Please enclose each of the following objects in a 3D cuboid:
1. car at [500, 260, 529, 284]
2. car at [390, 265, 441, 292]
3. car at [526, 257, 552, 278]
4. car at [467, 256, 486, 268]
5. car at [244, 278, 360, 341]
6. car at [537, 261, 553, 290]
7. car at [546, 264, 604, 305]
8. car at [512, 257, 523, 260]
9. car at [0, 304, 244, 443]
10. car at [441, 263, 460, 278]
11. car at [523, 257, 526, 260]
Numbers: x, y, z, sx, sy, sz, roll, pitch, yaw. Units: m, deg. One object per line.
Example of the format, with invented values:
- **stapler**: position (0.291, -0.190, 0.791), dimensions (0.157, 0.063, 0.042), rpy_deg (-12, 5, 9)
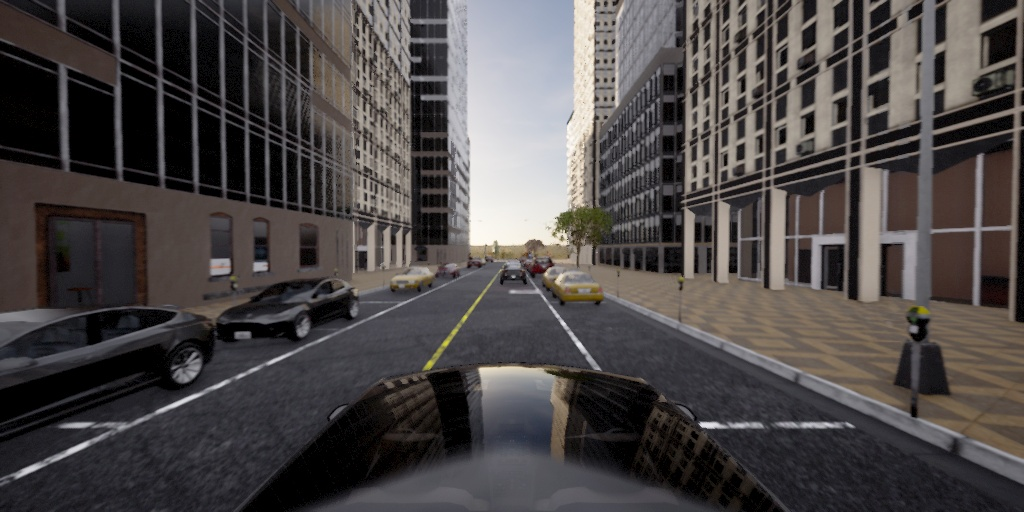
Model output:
- **car**: position (0.090, 1.213, 26.342), dimensions (1.812, 1.442, 4.674), rpy_deg (0, 0, 0)
- **car**: position (-5.698, 1.227, 20.951), dimensions (1.751, 1.417, 4.829), rpy_deg (0, 0, 0)
- **car**: position (2.678, 0.985, 32.421), dimensions (2.192, 1.841, 5.009), rpy_deg (0, 0, 0)
- **car**: position (-5.712, 0.907, 55.169), dimensions (2.192, 1.841, 5.009), rpy_deg (0, 0, 0)
- **car**: position (-5.693, 1.297, 9.772), dimensions (1.948, 1.339, 4.313), rpy_deg (0, 0, 0)
- **car**: position (2.683, 1.227, 21.240), dimensions (1.751, 1.417, 4.829), rpy_deg (0, 0, 0)
- **car**: position (2.685, 1.242, 15.566), dimensions (1.751, 1.417, 4.829), rpy_deg (0, 0, 0)
- **car**: position (0.082, 1.167, 47.775), dimensions (2.033, 1.411, 5.357), rpy_deg (0, 0, 0)
- **car**: position (-5.691, 1.311, 4.098), dimensions (1.948, 1.339, 4.313), rpy_deg (0, 0, 0)
- **car**: position (-5.702, 1.252, 32.470), dimensions (1.802, 1.307, 4.207), rpy_deg (0, 0, 0)
- **car**: position (2.674, 1.179, 43.772), dimensions (1.888, 1.381, 4.507), rpy_deg (0, 0, 0)
